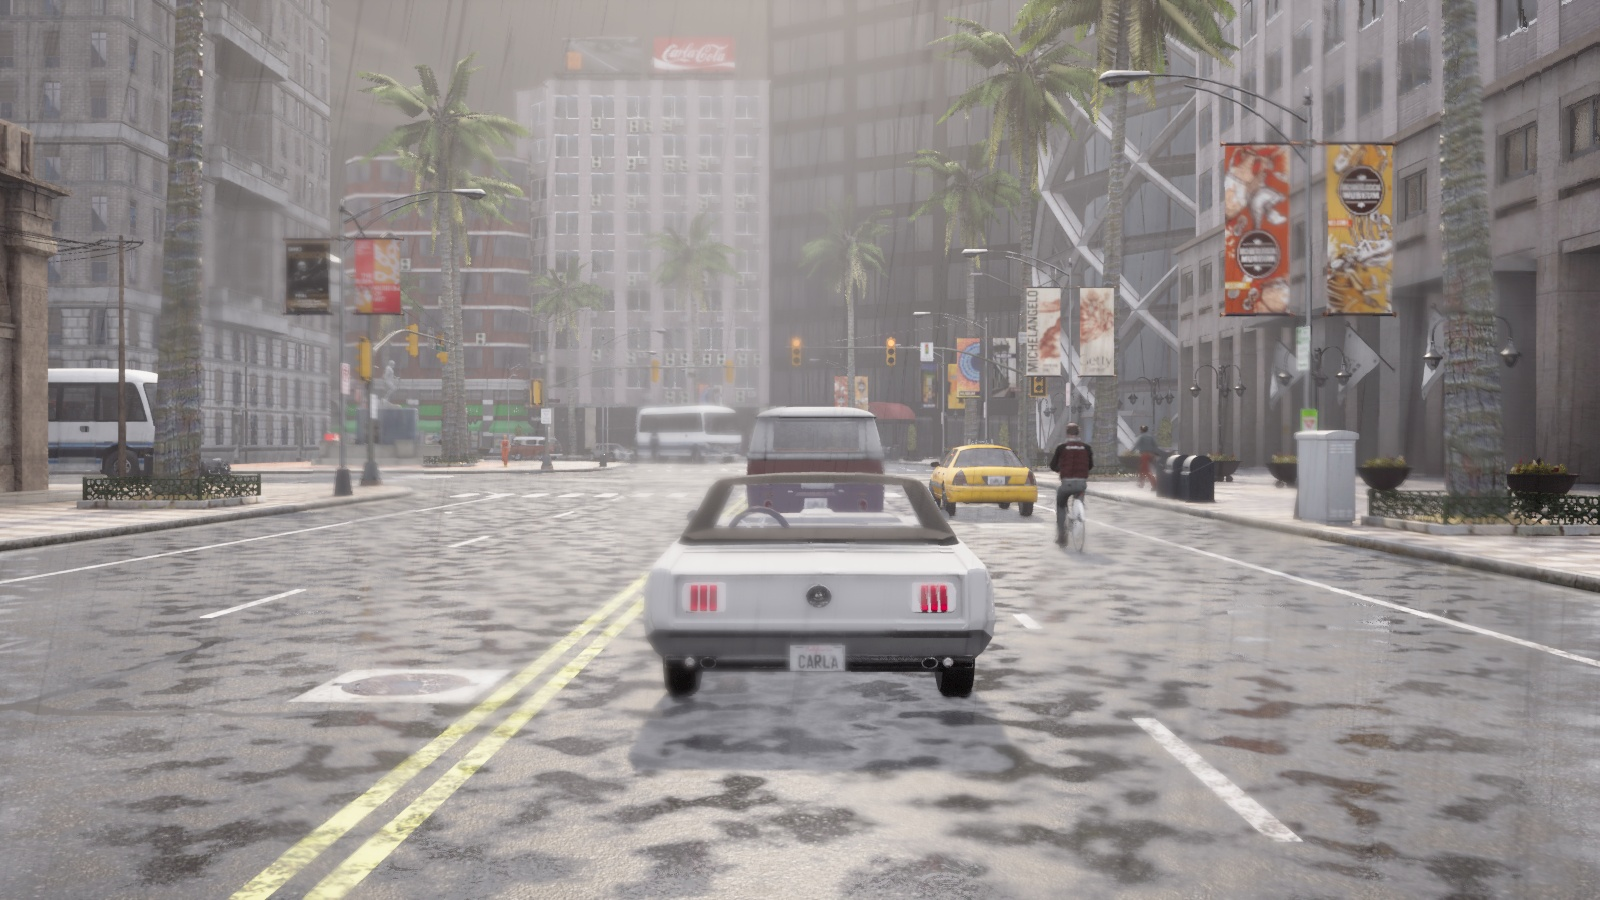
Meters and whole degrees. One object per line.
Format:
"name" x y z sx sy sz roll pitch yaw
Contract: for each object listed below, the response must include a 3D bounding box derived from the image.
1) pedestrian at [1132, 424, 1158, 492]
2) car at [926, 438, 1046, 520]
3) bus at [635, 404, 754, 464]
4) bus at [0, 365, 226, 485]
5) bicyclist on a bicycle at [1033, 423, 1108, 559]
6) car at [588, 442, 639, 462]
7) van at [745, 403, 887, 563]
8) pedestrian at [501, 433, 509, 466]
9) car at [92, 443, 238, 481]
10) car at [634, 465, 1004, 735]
"pedestrian" 9.474 0.216 34.479 0.353 1.847 0.614 0 0 -28
"car" 3.818 0.538 26.653 1.801 1.575 5.366 0 0 1
"bus" -8.009 -1.165 93.647 3.944 4.253 10.273 0 0 -37
"bus" -27.301 -0.914 46.485 10.273 4.253 3.944 0 0 0
"bicyclist on a bicycle" 3.720 0.521 17.394 0.659 1.776 1.843 0 1 1
"car" -14.274 0.160 95.824 3.806 1.475 1.970 0 0 45
"van" 0.224 0.399 17.841 1.775 1.987 4.442 0 0 1
"pedestrian" -16.461 -0.006 70.098 0.345 1.836 0.594 0 0 0
"car" -25.251 0.449 49.998 4.892 1.490 1.837 0 0 1
"car" 0.125 0.797 8.803 1.895 1.301 4.718 0 0 1
